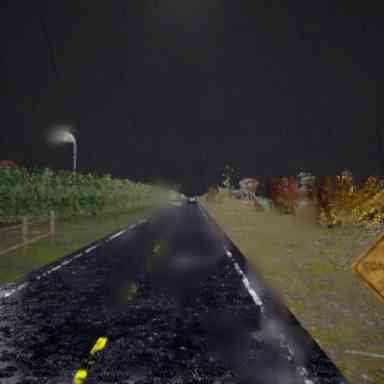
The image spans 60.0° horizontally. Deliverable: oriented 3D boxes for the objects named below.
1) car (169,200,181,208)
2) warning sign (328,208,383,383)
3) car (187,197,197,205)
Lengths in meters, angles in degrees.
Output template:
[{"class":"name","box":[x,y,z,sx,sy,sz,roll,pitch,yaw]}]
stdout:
[{"class":"car","box":[-2.758,1.943,54.106,1.895,1.301,4.718,0,0,1]},{"class":"warning sign","box":[2.445,1.136,3.818,1.300,1.860,1.060,-1,-1,0]},{"class":"car","box":[0.071,2.014,68.798,1.994,1.385,4.181,0,0,0]}]
